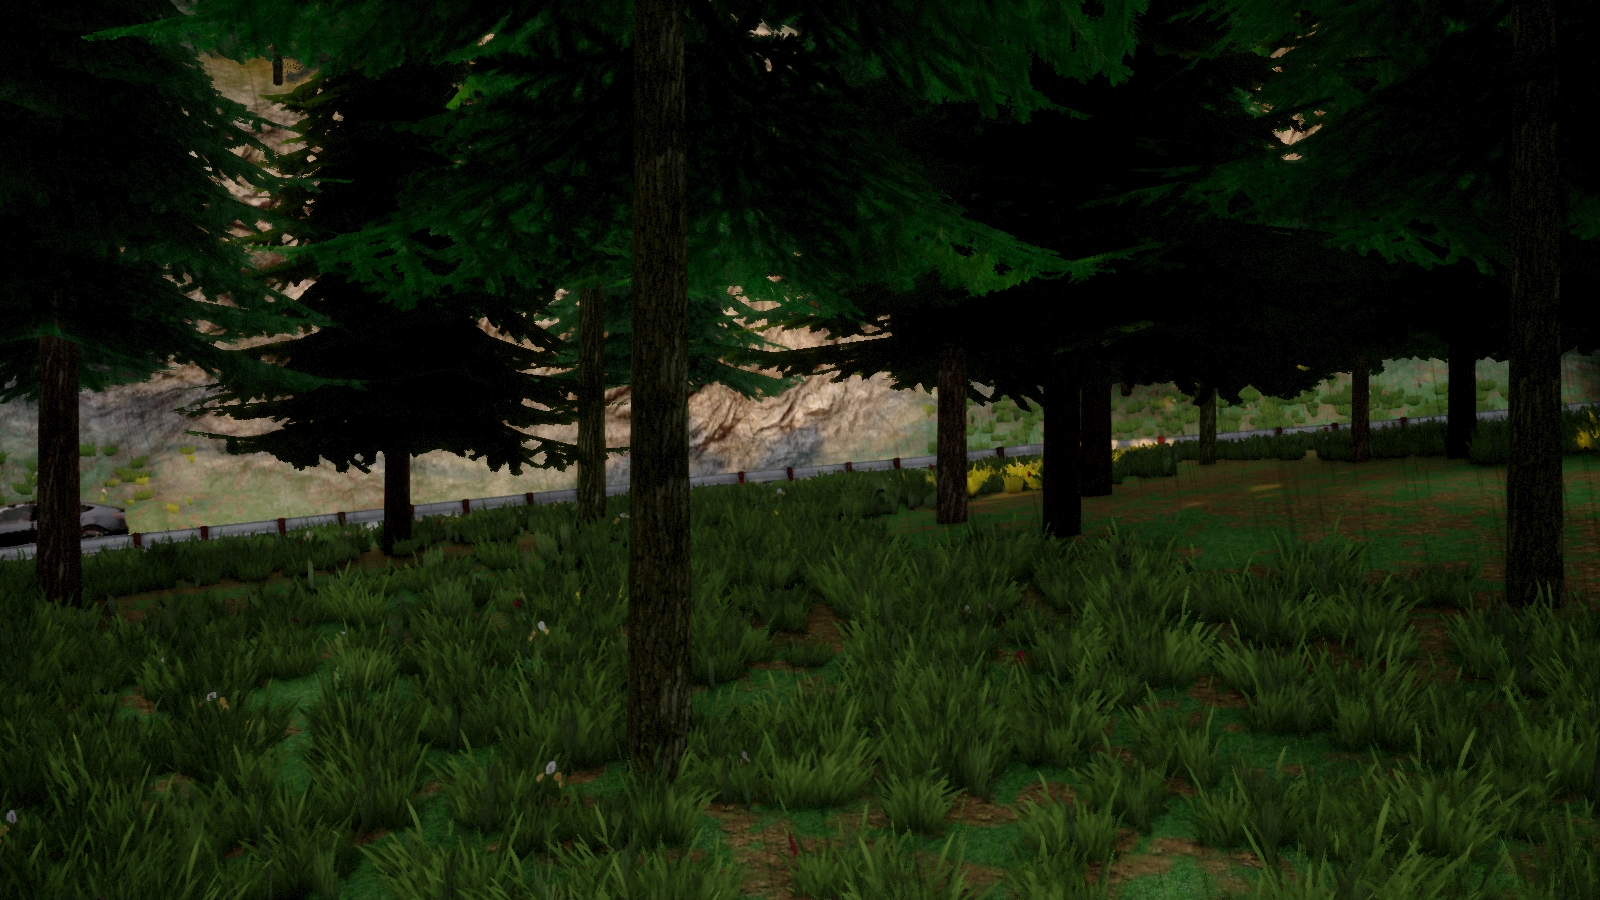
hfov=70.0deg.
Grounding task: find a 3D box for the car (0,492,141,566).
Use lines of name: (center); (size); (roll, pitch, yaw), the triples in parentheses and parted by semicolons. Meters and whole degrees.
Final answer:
car: (-19.954, 2.093, 29.457); (4.792, 1.488, 2.163); (-6, 3, -38)
